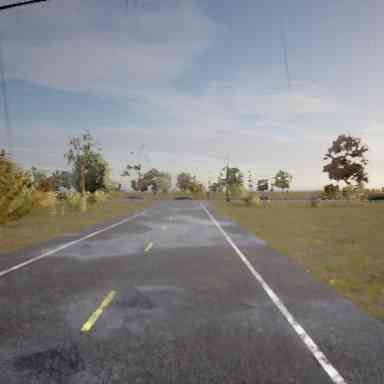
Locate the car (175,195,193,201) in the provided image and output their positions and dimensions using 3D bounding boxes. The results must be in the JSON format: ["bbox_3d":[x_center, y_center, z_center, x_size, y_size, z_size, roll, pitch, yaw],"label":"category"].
[{"bbox_3d":[-1.978,1.530,84.281,4.674,1.442,1.812,0,0,-1],"label":"car"}]

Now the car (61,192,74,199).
[{"bbox_3d":[-29.934,1.101,83.493,5.566,2.045,2.150,0,0,-2],"label":"car"}]

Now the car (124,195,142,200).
[{"bbox_3d":[-16.110,1.454,90.907,4.902,1.511,2.128,0,0,-2],"label":"car"}]
